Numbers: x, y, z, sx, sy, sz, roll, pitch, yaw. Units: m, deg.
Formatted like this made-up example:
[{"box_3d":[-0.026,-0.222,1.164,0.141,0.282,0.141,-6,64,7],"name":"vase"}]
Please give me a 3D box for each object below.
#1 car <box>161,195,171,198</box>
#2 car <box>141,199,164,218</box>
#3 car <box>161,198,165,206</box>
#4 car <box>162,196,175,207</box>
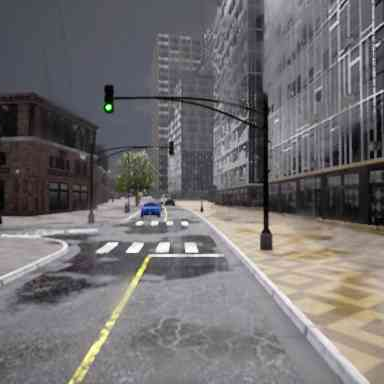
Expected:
[{"box_3d":[-5.726,1.619,73.998,2.150,2.045,5.566,0,0,-9],"name":"car"},{"box_3d":[-4.159,1.739,34.015,1.882,1.535,5.008,0,0,-4],"name":"car"},{"box_3d":[-4.962,1.900,43.921,1.994,1.385,4.181,0,0,-5],"name":"car"},{"box_3d":[-4.262,1.993,63.655,1.837,1.490,4.892,0,0,-8],"name":"car"}]
